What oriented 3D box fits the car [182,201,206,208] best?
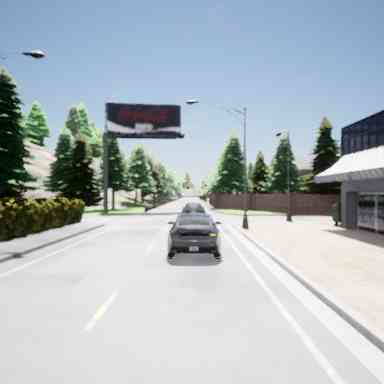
[{"bbox_3d":[0.138,1.668,29.753,2.097,1.767,4.553,0,0,0],"label":"car"}]

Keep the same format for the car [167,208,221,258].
[{"bbox_3d":[0.087,1.574,13.011,1.837,1.490,4.892,0,0,1],"label":"car"}]
